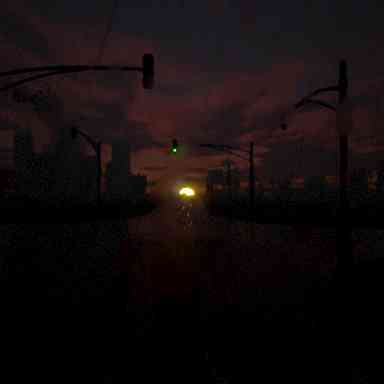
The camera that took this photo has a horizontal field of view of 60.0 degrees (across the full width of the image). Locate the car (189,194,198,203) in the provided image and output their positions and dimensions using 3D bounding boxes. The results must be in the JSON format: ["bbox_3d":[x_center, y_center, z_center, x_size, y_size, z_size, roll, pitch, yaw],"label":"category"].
[{"bbox_3d":[0.284,1.454,68.611,2.033,1.411,5.357,0,0,0],"label":"car"}]

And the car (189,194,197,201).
[{"bbox_3d":[0.341,1.241,79.034,1.837,1.490,4.892,0,0,0],"label":"car"}]
